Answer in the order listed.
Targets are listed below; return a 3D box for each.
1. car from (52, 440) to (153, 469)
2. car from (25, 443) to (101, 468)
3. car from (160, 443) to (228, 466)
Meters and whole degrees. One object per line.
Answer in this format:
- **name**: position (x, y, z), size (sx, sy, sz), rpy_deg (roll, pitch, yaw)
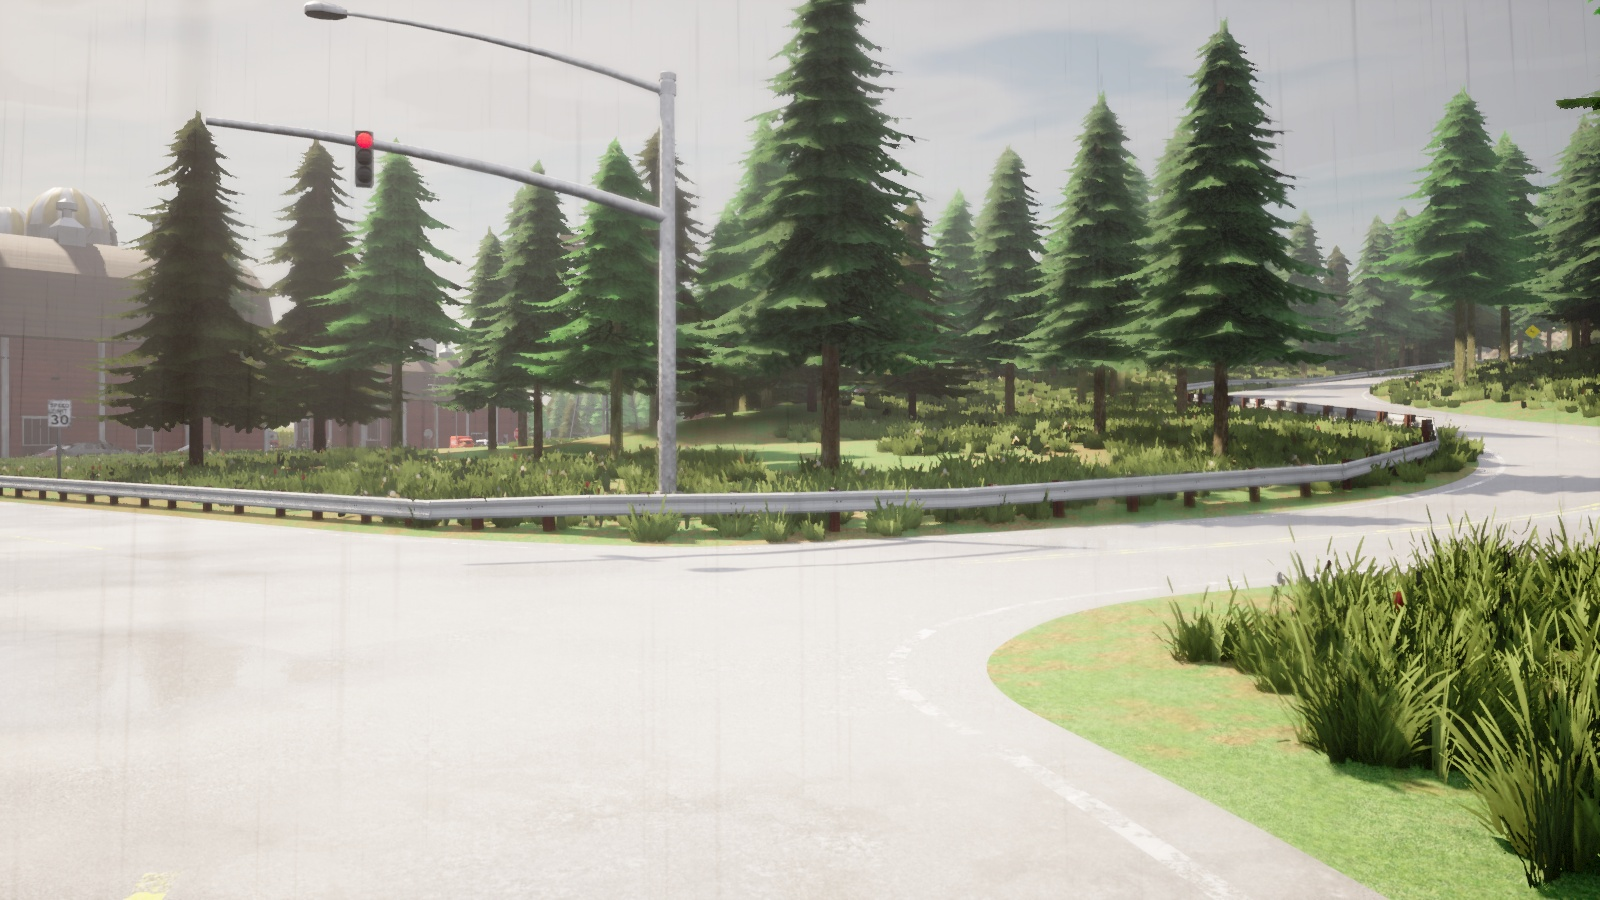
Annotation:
- **car**: position (-41.862, 0.244, 75.459), size (2.033, 1.649, 4.856), rpy_deg (0, 0, 40)
- **car**: position (-45.148, 0.316, 76.977), size (1.845, 1.501, 3.633), rpy_deg (0, 0, 40)
- **car**: position (-40.078, 0.286, 83.067), size (1.845, 1.501, 3.633), rpy_deg (0, 0, 40)
